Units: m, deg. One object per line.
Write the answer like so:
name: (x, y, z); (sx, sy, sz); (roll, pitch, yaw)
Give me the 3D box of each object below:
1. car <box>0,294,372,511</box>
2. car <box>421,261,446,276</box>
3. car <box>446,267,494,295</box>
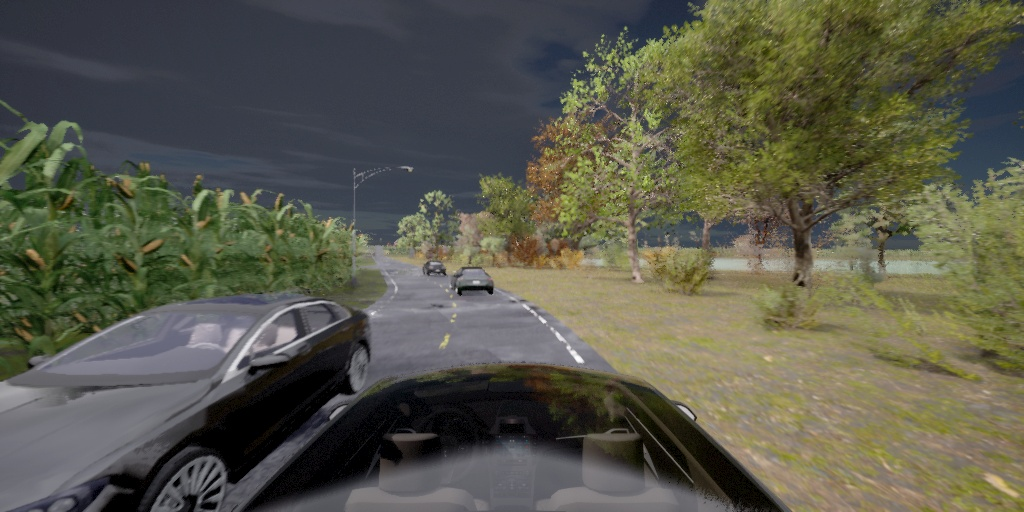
car: (-3.034, 1.219, 3.751); (2.128, 1.511, 4.902); (0, 0, -2)
car: (-7.665, 1.167, 35.252); (1.812, 1.442, 4.674); (0, 0, -21)
car: (-2.287, 1.274, 19.771); (1.994, 1.385, 4.181); (0, 0, -15)
